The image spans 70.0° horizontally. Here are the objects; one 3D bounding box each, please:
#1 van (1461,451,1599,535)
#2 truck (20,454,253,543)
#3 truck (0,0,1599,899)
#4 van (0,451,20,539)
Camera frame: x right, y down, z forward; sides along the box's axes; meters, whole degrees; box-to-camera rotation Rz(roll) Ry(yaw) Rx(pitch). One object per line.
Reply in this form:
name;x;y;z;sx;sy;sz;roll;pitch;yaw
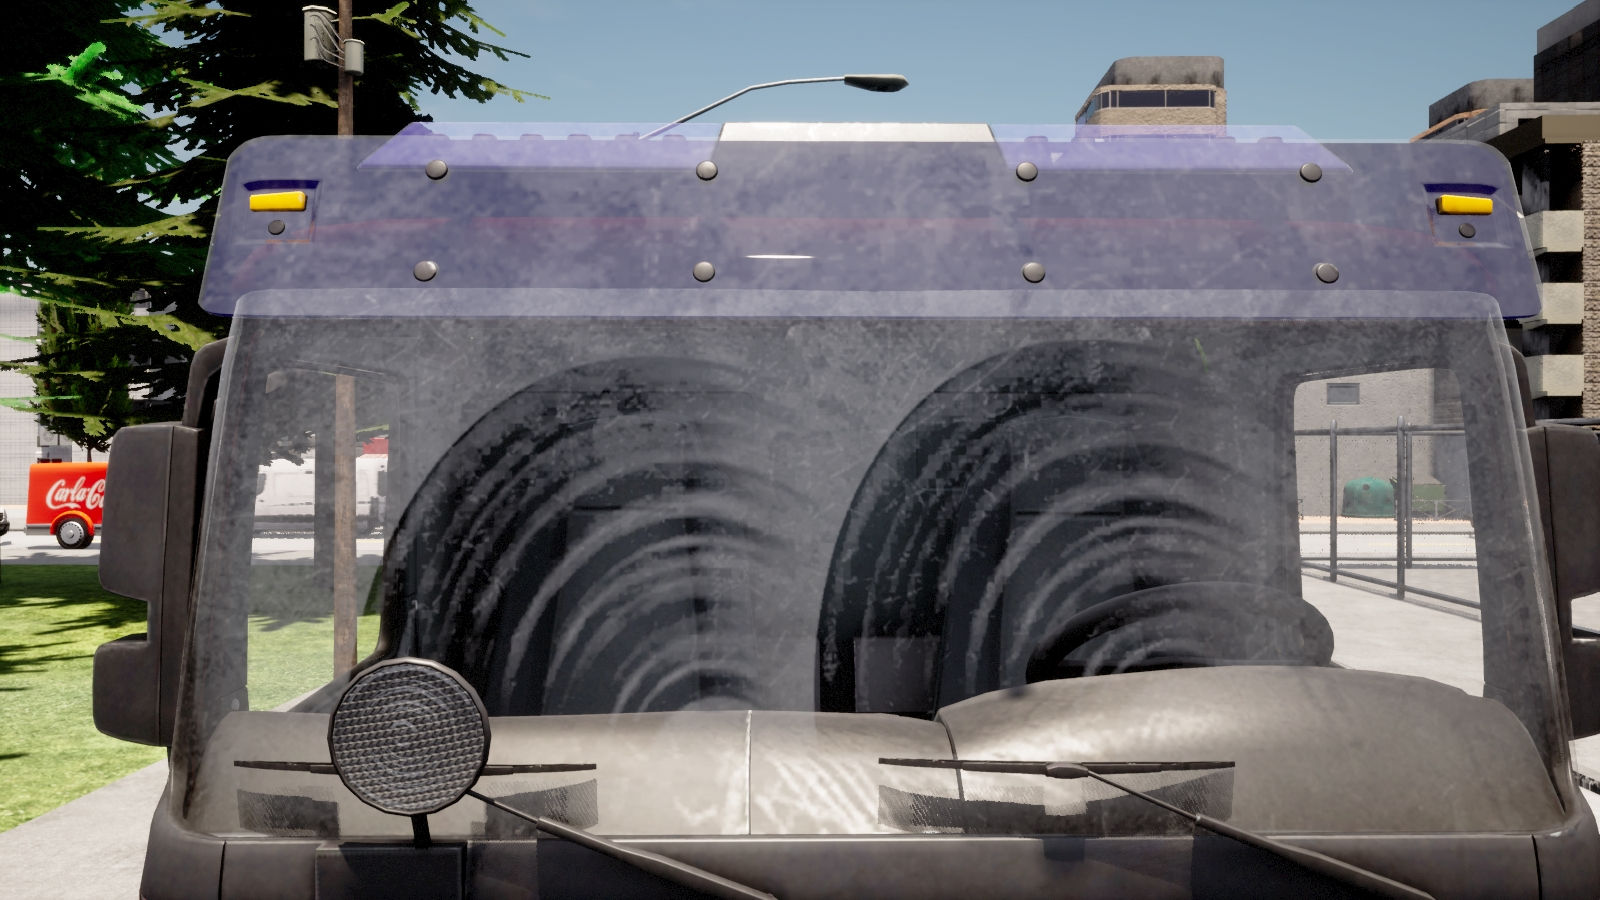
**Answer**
van;24.242;1.314;35.747;5.915;2.561;1.988;0;0;1
truck;-19.012;1.348;32.943;5.204;2.467;2.627;0;0;1
truck;0.092;0.670;5.580;2.891;3.827;8.468;0;0;-1
van;-26.239;1.314;33.169;5.915;2.561;1.988;0;0;2
